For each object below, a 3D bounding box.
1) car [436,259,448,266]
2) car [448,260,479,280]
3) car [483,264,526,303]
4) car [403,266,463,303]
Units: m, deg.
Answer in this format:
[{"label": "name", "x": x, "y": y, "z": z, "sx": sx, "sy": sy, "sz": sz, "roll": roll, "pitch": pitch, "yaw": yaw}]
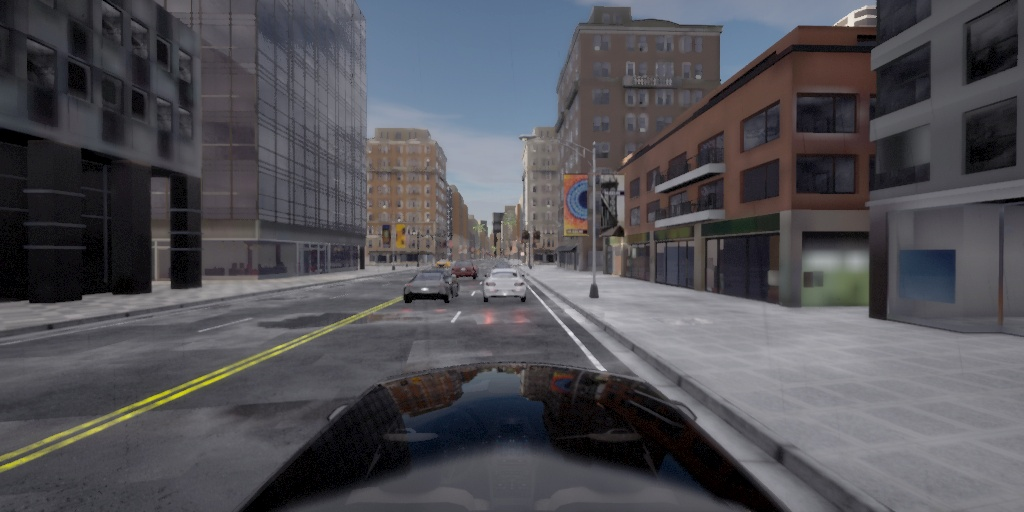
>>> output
[{"label": "car", "x": -11.472, "y": 1.275, "z": 60.336, "sx": 1.882, "sy": 1.535, "sz": 5.008, "roll": 0, "pitch": 0, "yaw": -2}, {"label": "car", "x": -4.068, "y": 1.120, "z": 31.530, "sx": 2.097, "sy": 1.767, "sz": 4.553, "roll": 0, "pitch": 0, "yaw": -2}, {"label": "car", "x": -0.352, "y": 1.283, "z": 16.668, "sx": 1.812, "sy": 1.442, "sz": 4.674, "roll": 0, "pitch": 0, "yaw": -2}, {"label": "car", "x": -3.601, "y": 1.323, "z": 16.567, "sx": 1.994, "sy": 1.385, "sz": 4.181, "roll": 0, "pitch": 0, "yaw": -2}]
